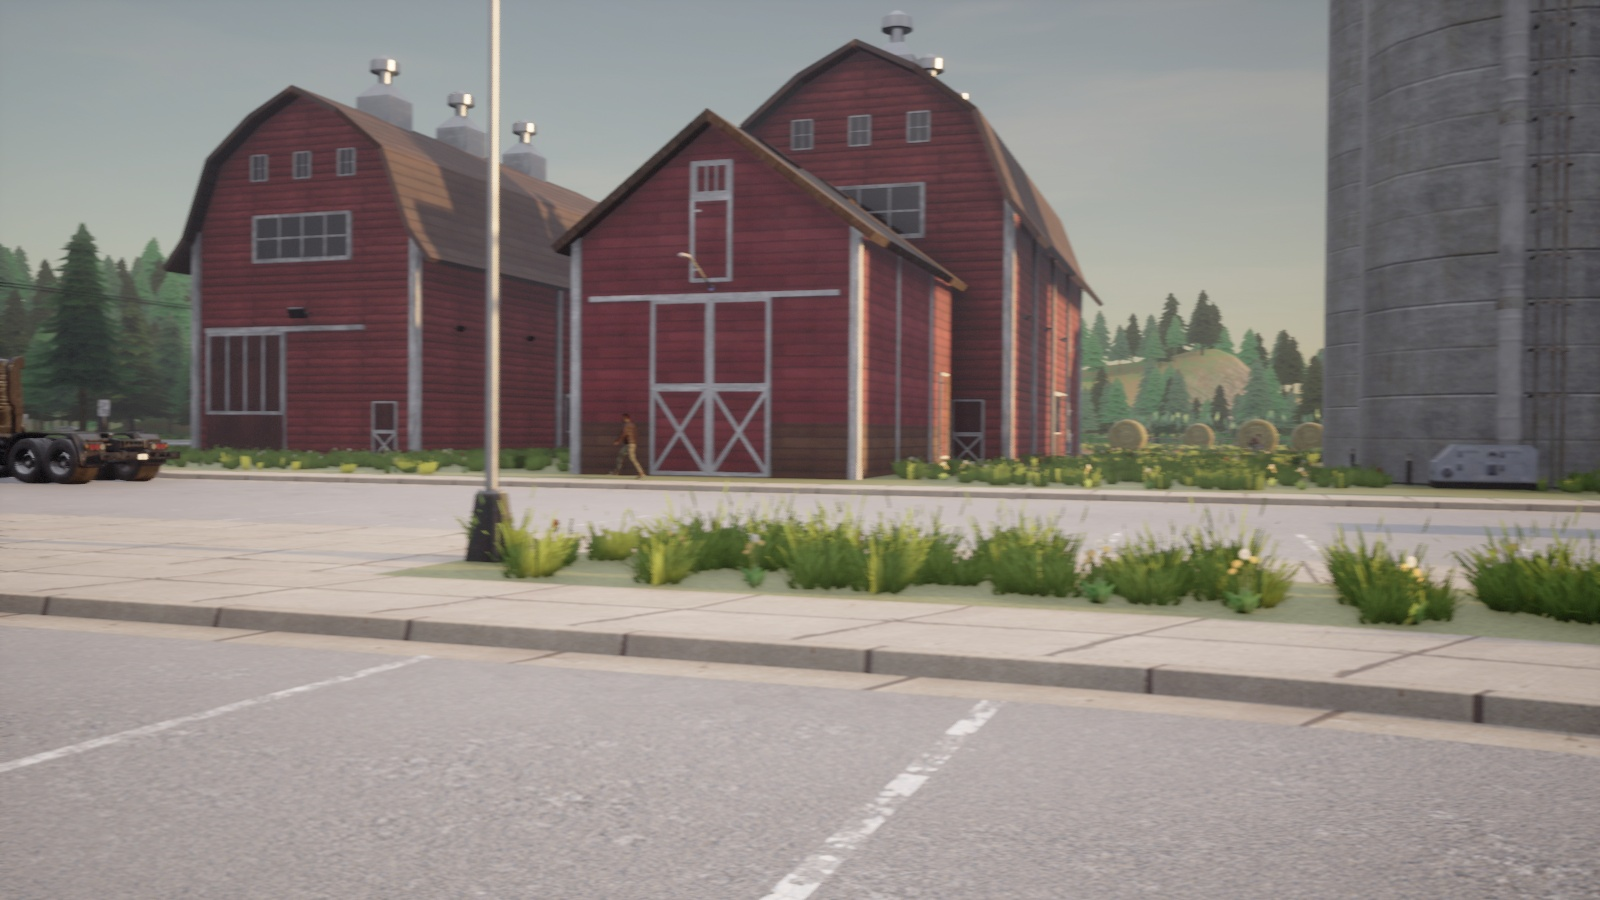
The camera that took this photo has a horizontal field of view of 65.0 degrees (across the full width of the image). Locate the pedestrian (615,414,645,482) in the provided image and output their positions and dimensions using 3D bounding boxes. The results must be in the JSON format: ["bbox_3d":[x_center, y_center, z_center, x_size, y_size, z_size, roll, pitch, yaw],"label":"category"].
[{"bbox_3d":[-4.645,-0.050,34.388,0.703,1.840,0.431,0,1,10],"label":"pedestrian"}]

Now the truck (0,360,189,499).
[{"bbox_3d":[-20.865,-0.515,33.990,7.936,3.462,2.891,0,1,18],"label":"truck"}]
